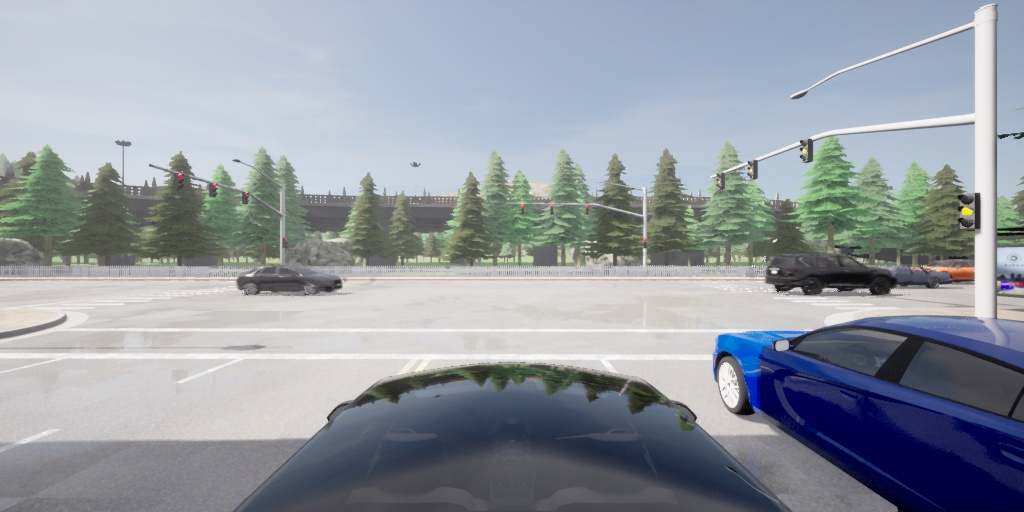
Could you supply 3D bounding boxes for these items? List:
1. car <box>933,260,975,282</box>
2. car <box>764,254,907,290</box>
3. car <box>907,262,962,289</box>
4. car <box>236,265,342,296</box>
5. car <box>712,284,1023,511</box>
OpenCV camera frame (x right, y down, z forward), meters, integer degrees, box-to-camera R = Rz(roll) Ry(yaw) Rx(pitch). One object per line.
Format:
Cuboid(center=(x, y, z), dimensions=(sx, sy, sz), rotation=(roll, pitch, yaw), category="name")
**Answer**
Cuboid(center=(30.842, 1.046, 25.358), dimensions=(4.553, 1.767, 2.097), rotation=(0, 0, 2), category="car")
Cuboid(center=(16.082, 0.915, 18.328), dimensions=(5.566, 2.045, 2.150), rotation=(0, 0, 0), category="car")
Cuboid(center=(23.559, 1.242, 22.025), dimensions=(5.357, 1.411, 2.033), rotation=(0, 0, 0), category="car")
Cuboid(center=(-11.307, 1.210, 18.358), dimensions=(4.892, 1.490, 1.837), rotation=(0, 0, 0), category="car")
Cuboid(center=(3.641, 1.228, 2.940), dimensions=(1.882, 1.535, 5.008), rotation=(0, 0, 2), category="car")
